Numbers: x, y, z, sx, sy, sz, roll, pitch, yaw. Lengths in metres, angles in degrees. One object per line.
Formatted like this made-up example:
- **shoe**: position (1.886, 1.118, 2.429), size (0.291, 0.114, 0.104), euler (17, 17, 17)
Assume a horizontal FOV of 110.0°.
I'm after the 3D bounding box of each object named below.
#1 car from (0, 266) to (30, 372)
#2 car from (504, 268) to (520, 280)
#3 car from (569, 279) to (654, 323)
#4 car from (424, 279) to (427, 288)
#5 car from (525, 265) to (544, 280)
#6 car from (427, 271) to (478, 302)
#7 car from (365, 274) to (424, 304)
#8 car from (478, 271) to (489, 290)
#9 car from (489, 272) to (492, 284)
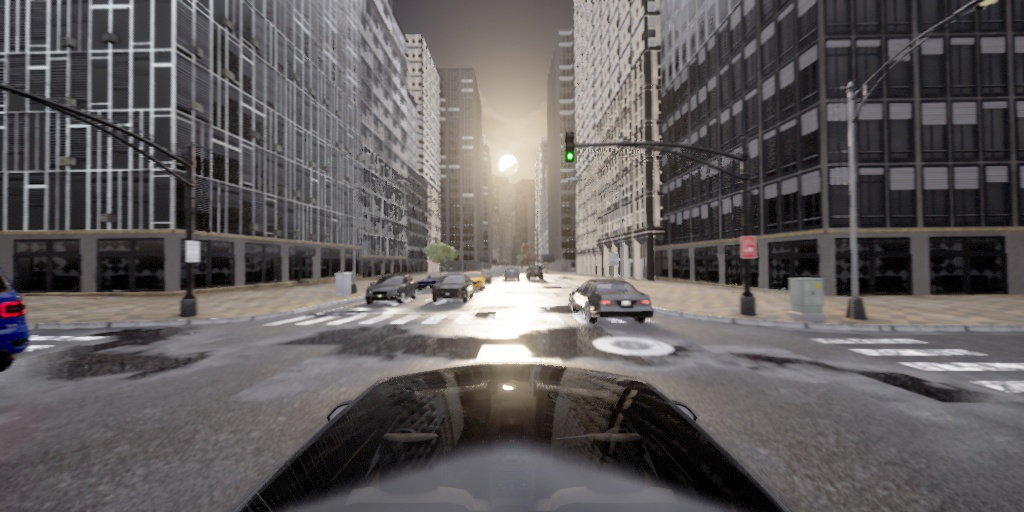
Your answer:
- **car**: position (-10.821, 1.025, 5.711), size (5.566, 2.045, 2.150), euler (0, -2, 13)
- **car**: position (0.015, 2.482, 50.490), size (2.097, 1.767, 4.553), euler (-1, -2, 0)
- **car**: position (3.359, 1.528, 13.076), size (2.033, 1.411, 5.357), euler (-1, -2, 0)
- **car**: position (-6.564, 2.204, 30.448), size (1.895, 1.301, 4.718), euler (-1, -2, 0)
- **car**: position (3.264, 2.341, 51.212), size (2.150, 2.045, 5.566), euler (-1, -2, 0)
- **car**: position (-3.336, 1.771, 21.043), size (1.882, 1.535, 5.008), euler (-1, -2, 0)
- **car**: position (-6.602, 1.803, 20.152), size (1.837, 1.490, 4.892), euler (-1, -2, -1)
- **car**: position (-3.313, 2.056, 30.652), size (1.882, 1.535, 5.008), euler (-1, -2, 0)
- **car**: position (-3.239, 2.437, 41.233), size (2.033, 1.411, 5.357), euler (-1, -2, 0)
